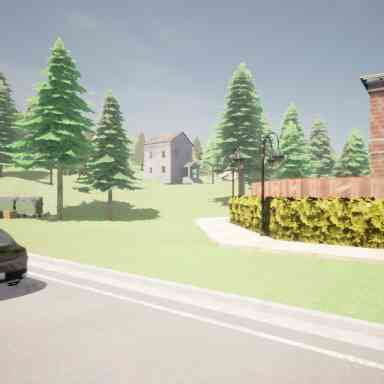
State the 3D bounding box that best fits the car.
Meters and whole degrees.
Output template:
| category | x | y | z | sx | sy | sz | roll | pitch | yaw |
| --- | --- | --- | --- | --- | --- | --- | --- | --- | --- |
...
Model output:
| category | x | y | z | sx | sy | sz | roll | pitch | yaw |
| --- | --- | --- | --- | --- | --- | --- | --- | --- | --- |
| car | -5.965 | 1.503 | 8.247 | 4.892 | 1.490 | 1.837 | 0 | 0 | 36 |
